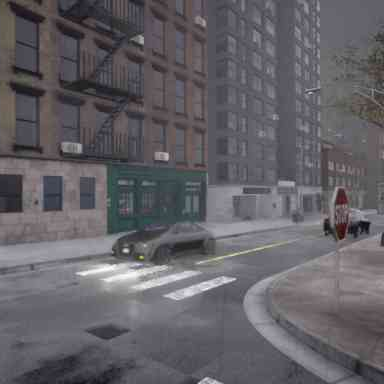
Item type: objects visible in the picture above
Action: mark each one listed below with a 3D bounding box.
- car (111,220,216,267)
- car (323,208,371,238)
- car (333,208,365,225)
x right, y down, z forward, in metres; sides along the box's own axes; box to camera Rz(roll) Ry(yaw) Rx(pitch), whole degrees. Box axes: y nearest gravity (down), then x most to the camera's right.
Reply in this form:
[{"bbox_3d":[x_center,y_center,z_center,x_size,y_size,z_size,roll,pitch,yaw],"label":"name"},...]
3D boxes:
[{"bbox_3d":[-0.895,1.759,12.358,1.994,1.385,4.181,0,-1,39],"label":"car"},{"bbox_3d":[9.921,1.963,21.089,1.882,1.535,5.008,0,-2,39],"label":"car"},{"bbox_3d":[15.520,2.327,32.730,1.812,1.442,4.674,0,-2,39],"label":"car"}]
